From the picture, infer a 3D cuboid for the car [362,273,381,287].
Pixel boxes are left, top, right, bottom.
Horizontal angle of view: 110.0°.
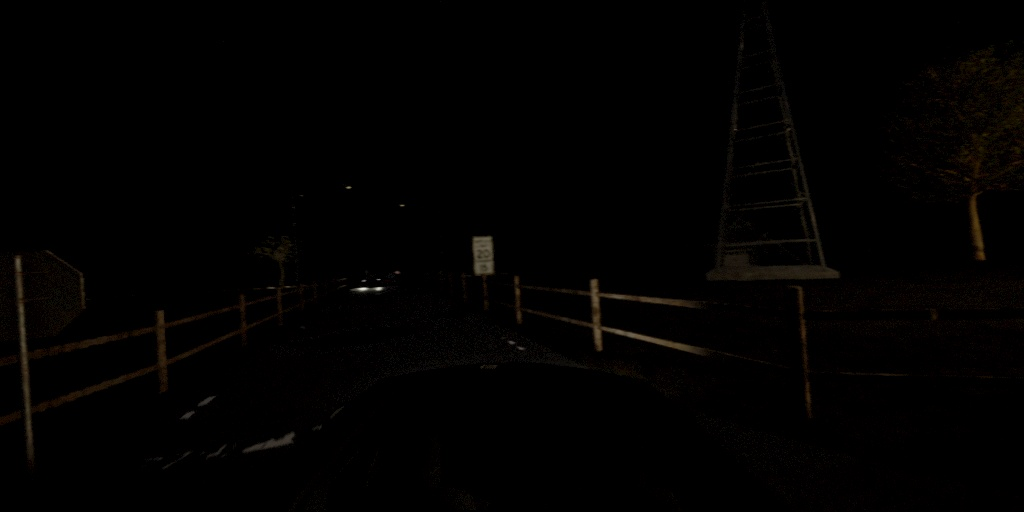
[{"bbox_3d":[-16.435,2.772,42.123,1.882,1.535,5.008,-3,-1,-20],"label":"car"}]
